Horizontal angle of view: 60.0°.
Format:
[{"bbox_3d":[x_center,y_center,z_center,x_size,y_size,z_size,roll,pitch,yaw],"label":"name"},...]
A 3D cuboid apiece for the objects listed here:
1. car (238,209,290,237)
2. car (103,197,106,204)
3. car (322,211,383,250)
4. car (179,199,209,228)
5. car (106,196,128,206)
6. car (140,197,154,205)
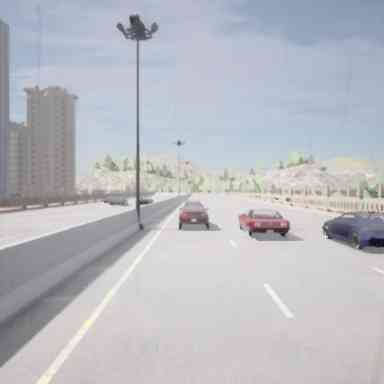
[{"bbox_3d":[3.603,1.522,17.527,1.895,1.301,4.718,0,0,0],"label":"car"},{"bbox_3d":[-13.838,1.310,57.102,1.994,1.385,4.181,0,0,2],"label":"car"},{"bbox_3d":[7.103,1.501,13.970,1.994,1.385,4.181,0,0,0],"label":"car"},{"bbox_3d":[0.119,1.431,21.205,1.812,1.442,4.674,0,0,0],"label":"car"},{"bbox_3d":[-10.512,1.351,48.033,1.994,1.385,4.181,0,0,1],"label":"car"},{"bbox_3d":[-6.994,1.379,49.897,1.895,1.301,4.718,0,0,1],"label":"car"}]
